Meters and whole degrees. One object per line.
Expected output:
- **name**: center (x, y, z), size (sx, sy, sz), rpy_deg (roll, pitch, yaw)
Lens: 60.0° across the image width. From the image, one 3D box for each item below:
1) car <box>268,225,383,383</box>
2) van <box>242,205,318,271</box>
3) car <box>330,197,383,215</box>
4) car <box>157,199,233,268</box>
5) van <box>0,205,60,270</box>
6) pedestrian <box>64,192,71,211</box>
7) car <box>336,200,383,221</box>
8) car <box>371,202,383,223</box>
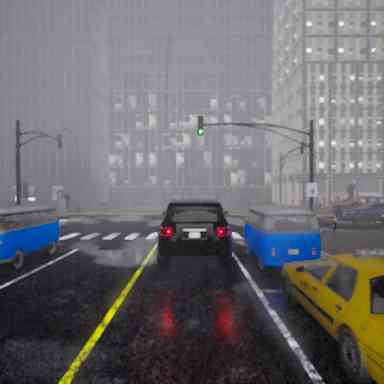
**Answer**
- **car**: center (2.678, 1.529, 5.210), size (1.752, 1.417, 4.829), rpy_deg (-1, 0, 0)
- **van**: center (2.675, 1.349, 10.642), size (1.690, 1.788, 3.998), rpy_deg (-1, 0, 0)
- **car**: center (15.236, 1.368, 29.973), size (5.009, 1.841, 2.192), rpy_deg (0, 0, 0)
- **car**: center (0.133, 1.230, 11.461), size (2.150, 2.045, 5.566), rpy_deg (0, 0, 1)
- **van**: center (-5.705, 1.349, 10.671), size (1.690, 1.788, 3.998), rpy_deg (-1, 0, 0)
- **pedestrian**: center (-12.395, 0.917, 33.073), size (0.375, 1.860, 0.375), rpy_deg (0, 0, 0)
- **car**: center (14.810, 1.610, 27.375), size (4.674, 1.442, 1.812), rpy_deg (0, 1, -1)
- **car**: center (15.849, 1.696, 24.149), size (4.181, 1.385, 1.994), rpy_deg (0, 1, 0)
